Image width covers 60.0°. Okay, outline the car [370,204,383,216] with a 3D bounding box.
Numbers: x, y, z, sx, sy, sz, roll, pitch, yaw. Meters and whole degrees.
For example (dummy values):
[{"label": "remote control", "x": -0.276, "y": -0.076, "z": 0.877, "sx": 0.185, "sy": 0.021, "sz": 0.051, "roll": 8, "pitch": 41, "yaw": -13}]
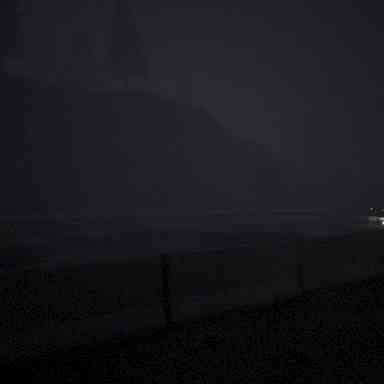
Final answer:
[{"label": "car", "x": 20.824, "y": 1.814, "z": 34.655, "sx": 4.674, "sy": 1.442, "sz": 1.812, "roll": 1, "pitch": 0, "yaw": -22}]
